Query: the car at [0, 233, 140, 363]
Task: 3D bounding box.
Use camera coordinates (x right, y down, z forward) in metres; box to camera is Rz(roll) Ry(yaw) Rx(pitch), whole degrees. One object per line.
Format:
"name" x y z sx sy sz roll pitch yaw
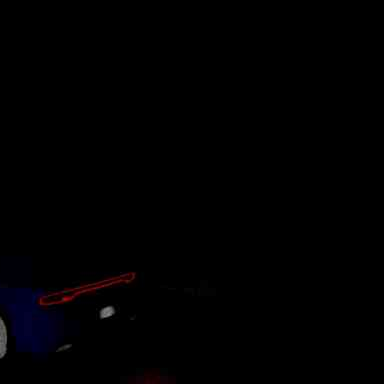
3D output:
"car" -3.163 1.473 5.942 5.008 1.535 1.882 0 0 35
